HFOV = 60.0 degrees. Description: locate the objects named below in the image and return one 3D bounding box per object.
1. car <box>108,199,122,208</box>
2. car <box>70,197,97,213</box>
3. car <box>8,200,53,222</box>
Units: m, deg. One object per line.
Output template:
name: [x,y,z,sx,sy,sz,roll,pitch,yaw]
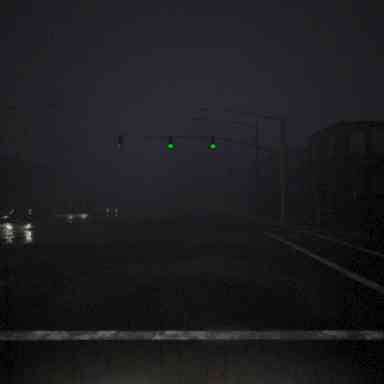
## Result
car: [-14.019,2.142,60.759,1.837,1.490,4.892,0,-1,0]
car: [-14.105,1.663,43.612,2.150,2.045,5.566,0,-1,0]
car: [-14.104,1.649,29.309,2.097,1.767,4.553,0,-1,0]
